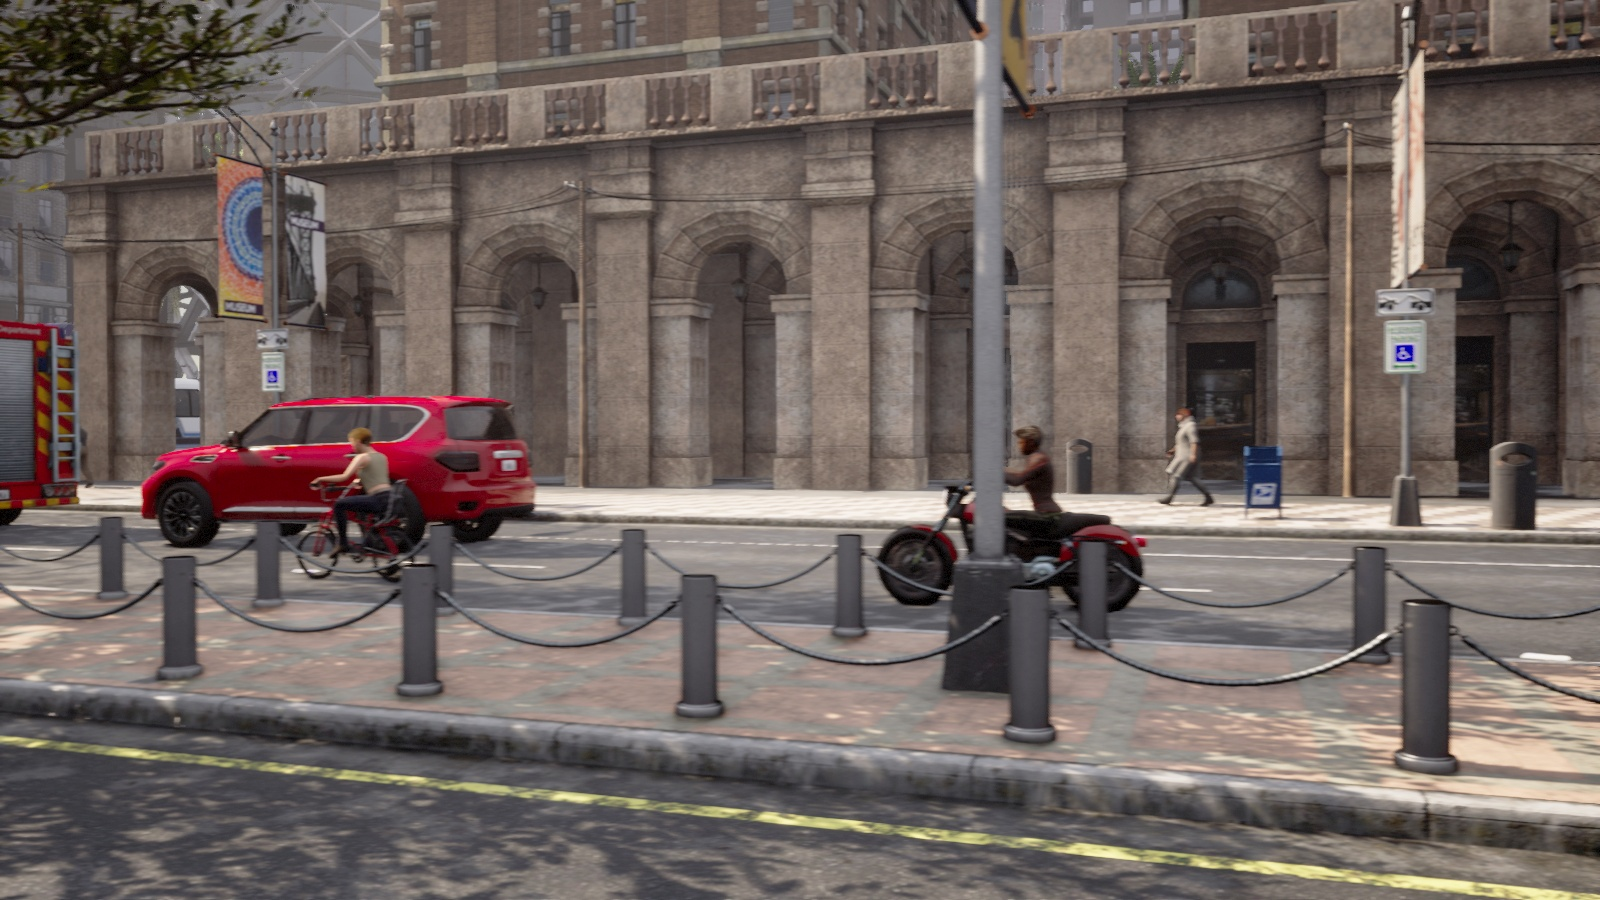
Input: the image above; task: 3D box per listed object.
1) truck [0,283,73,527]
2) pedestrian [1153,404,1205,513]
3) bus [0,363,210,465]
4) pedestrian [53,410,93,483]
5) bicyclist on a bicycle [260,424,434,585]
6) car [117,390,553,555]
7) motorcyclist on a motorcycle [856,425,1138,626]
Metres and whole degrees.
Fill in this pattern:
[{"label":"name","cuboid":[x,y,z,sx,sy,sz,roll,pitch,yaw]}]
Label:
[{"label":"truck","cuboid":[-16.580,-0.735,20.886,8.468,3.827,2.891,1,1,19]},{"label":"pedestrian","cuboid":[6.909,0.143,22.862,0.873,1.952,0.659,1,1,19]},{"label":"bus","cuboid":[-32.733,-1.601,57.970,3.944,4.253,10.273,1,1,19]},{"label":"pedestrian","cuboid":[-18.595,-0.101,32.115,0.694,1.848,0.540,1,1,18]},{"label":"bicyclist on a bicycle","cuboid":[-4.762,0.533,13.239,1.509,1.612,0.866,1,1,18]},{"label":"car","cuboid":[-6.445,0.241,17.491,5.566,2.045,2.150,1,1,18]},{"label":"motorcyclist on a motorcycle","cuboid":[1.733,0.607,11.049,2.350,1.649,0.766,0,1,19]}]
